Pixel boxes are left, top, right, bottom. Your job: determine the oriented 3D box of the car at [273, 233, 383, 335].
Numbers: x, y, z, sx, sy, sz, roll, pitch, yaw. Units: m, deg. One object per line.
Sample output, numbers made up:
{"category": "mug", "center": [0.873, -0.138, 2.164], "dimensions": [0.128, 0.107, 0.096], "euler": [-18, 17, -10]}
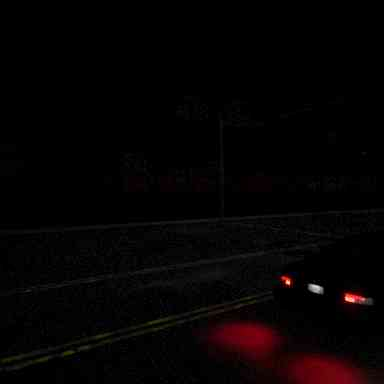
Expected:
{"category": "car", "center": [3.967, 1.547, 6.600], "dimensions": [5.357, 1.411, 2.033], "euler": [0, 0, -35]}
